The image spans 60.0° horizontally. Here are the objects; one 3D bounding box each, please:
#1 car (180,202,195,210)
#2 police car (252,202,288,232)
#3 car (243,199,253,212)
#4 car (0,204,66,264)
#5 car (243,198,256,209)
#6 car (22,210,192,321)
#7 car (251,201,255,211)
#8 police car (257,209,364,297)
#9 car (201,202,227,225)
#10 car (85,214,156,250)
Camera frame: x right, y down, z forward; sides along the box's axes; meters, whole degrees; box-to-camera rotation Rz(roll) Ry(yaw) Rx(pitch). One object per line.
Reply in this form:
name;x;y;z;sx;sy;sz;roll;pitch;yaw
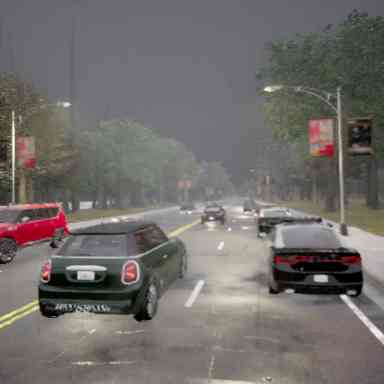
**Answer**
car;-0.631;2.337;53.848;2.033;1.411;5.357;-1;-1;9
police car;4.564;1.581;18.803;1.930;1.638;5.238;-1;-1;10
car;8.031;2.047;45.694;1.994;1.385;4.181;-1;-1;10
car;-7.282;1.553;13.668;2.150;2.045;5.566;-1;-1;10
car;10.313;2.019;59.941;2.097;1.767;4.553;-1;-1;9
car;-1.477;1.483;7.831;2.097;1.767;4.553;-1;-1;10
car;5.537;1.697;24.619;1.882;1.535;5.008;-1;-1;9
police car;2.898;1.480;8.931;1.930;1.638;5.238;-1;-1;10
car;1.857;1.864;27.634;1.812;1.442;4.674;-1;-1;9
car;-3.423;1.897;16.954;1.895;1.301;4.718;-1;-1;10
